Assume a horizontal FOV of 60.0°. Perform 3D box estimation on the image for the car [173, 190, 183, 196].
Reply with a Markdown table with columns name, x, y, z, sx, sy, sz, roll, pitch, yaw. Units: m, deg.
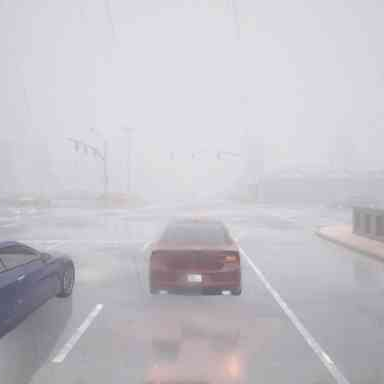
| name | x | y | z | sx | sy | sz | roll | pitch | yaw |
| --- | --- | --- | --- | --- | --- | --- | --- | --- | --- |
| car | -3.483 | 0.238 | 77.828 | 1.994 | 1.385 | 4.181 | 0 | 1 | 0 |

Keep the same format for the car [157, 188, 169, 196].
| name | x | y | z | sx | sy | sz | roll | pitch | yaw |
| --- | --- | --- | --- | --- | --- | --- | --- | --- | --- |
| car | -6.983 | 0.261 | 75.773 | 2.033 | 1.411 | 5.357 | 0 | 1 | 0 |

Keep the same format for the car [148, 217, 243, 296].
| name | x | y | z | sx | sy | sz | roll | pitch | yaw |
| --- | --- | --- | --- | --- | --- | --- | --- | --- | --- |
| car | 0.114 | 1.361 | 8.460 | 1.882 | 1.535 | 5.008 | 0 | 1 | 1 |

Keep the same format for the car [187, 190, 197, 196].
| name | x | y | z | sx | sy | sz | roll | pitch | yaw |
| --- | --- | --- | --- | --- | --- | --- | --- | --- | --- |
| car | 0.019 | 0.190 | 77.612 | 1.837 | 1.490 | 4.892 | 0 | 1 | 0 |

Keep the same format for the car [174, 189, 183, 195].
| name | x | y | z | sx | sy | sz | roll | pitch | yaw |
| --- | --- | --- | --- | --- | --- | --- | --- | --- | --- |
| car | -3.482 | 0.056 | 87.615 | 2.033 | 1.411 | 5.357 | 0 | 1 | 0 |

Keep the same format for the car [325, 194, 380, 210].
| name | x | y | z | sx | sy | sz | roll | pitch | yaw |
| --- | --- | --- | --- | --- | --- | --- | --- | --- | --- |
| car | 15.514 | 0.979 | 32.251 | 4.892 | 1.490 | 1.837 | 0 | 1 | 2 |

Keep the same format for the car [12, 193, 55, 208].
| name | x | y | z | sx | sy | sz | roll | pitch | yaw |
| --- | --- | --- | --- | --- | --- | --- | --- | --- | --- |
| car | -17.592 | 0.865 | 37.263 | 1.882 | 1.535 | 5.008 | 0 | 1 | 0 |

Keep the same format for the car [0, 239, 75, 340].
| name | x | y | z | sx | sy | sz | roll | pitch | yaw |
| --- | --- | --- | --- | --- | --- | --- | --- | --- | --- |
| car | -3.434 | 1.458 | 5.276 | 1.812 | 1.442 | 4.674 | 0 | 1 | 0 |

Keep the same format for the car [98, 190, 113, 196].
| name | x | y | z | sx | sy | sz | roll | pitch | yaw |
| --- | --- | --- | --- | --- | --- | --- | --- | --- | --- |
| car | -17.486 | 0.365 | 68.874 | 1.812 | 1.442 | 4.674 | 0 | 1 | 0 |

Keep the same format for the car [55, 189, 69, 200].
| name | x | y | z | sx | sy | sz | roll | pitch | yaw |
| --- | --- | --- | --- | --- | --- | --- | --- | --- | --- |
| car | -21.069 | 0.435 | 54.860 | 2.097 | 1.767 | 4.553 | 0 | 1 | 0 |

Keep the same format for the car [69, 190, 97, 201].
| name | x | y | z | sx | sy | sz | roll | pitch | yaw |
| --- | --- | --- | --- | --- | --- | --- | --- | --- | --- |
| car | -17.576 | 0.594 | 53.750 | 2.128 | 1.511 | 4.902 | 0 | 1 | 0 |

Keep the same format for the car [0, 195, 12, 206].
| name | x | y | z | sx | sy | sz | roll | pitch | yaw |
| --- | --- | --- | --- | --- | --- | --- | --- | --- | --- |
| car | -21.091 | 0.947 | 39.624 | 1.895 | 1.301 | 4.718 | 0 | 1 | 0 |
